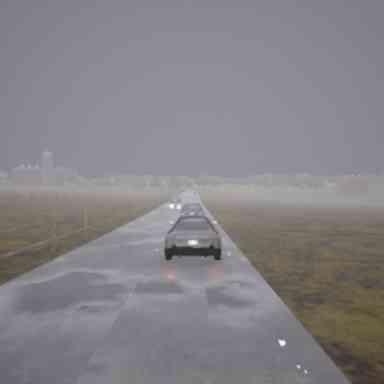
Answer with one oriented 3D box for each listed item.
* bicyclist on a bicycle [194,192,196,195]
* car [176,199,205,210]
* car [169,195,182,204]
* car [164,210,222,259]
[{"bbox_3d":[0.861,0.558,93.639,0.659,1.776,1.843,0,1,0],"label":"bicyclist on a bicycle"},{"bbox_3d":[0.023,1.558,25.405,2.033,1.411,5.357,0,0,1],"label":"car"},{"bbox_3d":[-2.808,1.249,57.665,2.128,1.511,4.902,0,1,1],"label":"car"},{"bbox_3d":[0.047,1.588,12.666,1.994,1.385,4.181,0,0,0],"label":"car"}]
